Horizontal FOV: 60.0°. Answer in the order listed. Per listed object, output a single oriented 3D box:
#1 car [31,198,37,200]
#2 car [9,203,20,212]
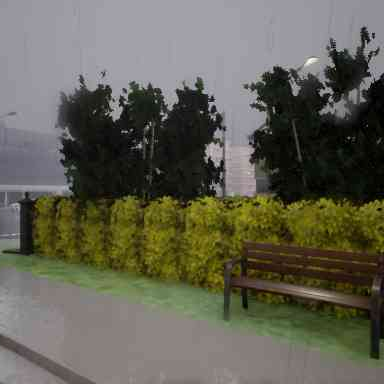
[{"bbox_3d":[-15.778,1.515,36.058,1.994,1.385,4.181,0,0,35],"label":"car"},{"bbox_3d":[-18.499,1.477,38.296,1.812,1.442,4.674,0,0,33],"label":"car"}]
